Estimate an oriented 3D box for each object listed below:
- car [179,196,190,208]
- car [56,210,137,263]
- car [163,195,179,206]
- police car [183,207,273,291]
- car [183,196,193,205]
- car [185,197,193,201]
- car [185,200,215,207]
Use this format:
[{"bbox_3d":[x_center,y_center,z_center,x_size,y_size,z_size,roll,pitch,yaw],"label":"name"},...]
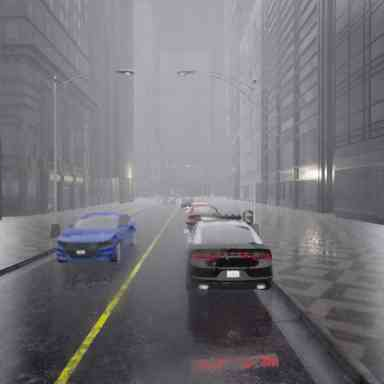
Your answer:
[{"bbox_3d":[-0.557,1.598,46.676,1.895,1.301,4.718,0,0,0],"label":"car"},{"bbox_3d":[-3.248,1.476,12.134,1.882,1.535,5.008,0,0,-1],"label":"car"},{"bbox_3d":[-3.765,1.489,55.682,2.128,1.511,4.902,0,0,-1],"label":"car"},{"bbox_3d":[0.787,1.424,9.188,1.930,1.638,5.238,0,0,-1],"label":"police car"},{"bbox_3d":[-0.733,1.523,60.289,1.812,1.442,4.674,0,0,-1],"label":"car"},{"bbox_3d":[0.591,1.453,25.267,1.801,1.575,5.366,0,0,-1],"label":"car"},{"bbox_3d":[0.666,1.476,19.077,1.882,1.535,5.008,0,0,-1],"label":"car"}]
